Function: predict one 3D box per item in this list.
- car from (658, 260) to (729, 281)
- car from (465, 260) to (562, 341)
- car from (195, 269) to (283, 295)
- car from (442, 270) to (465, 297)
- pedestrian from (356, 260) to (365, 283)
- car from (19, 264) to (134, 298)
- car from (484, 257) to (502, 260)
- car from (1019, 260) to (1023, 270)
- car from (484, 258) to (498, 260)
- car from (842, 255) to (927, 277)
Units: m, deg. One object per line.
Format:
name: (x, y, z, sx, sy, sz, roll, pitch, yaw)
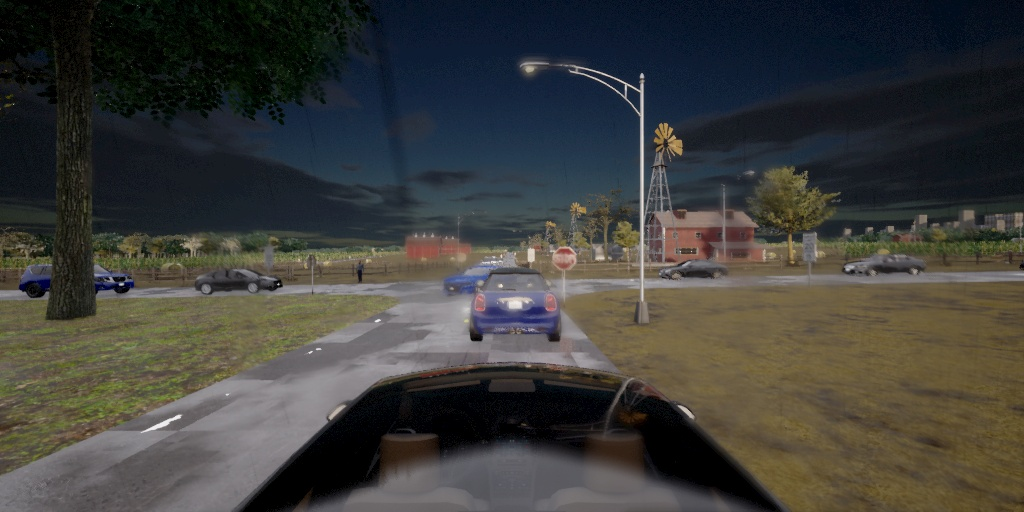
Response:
car: (12.965, 0.988, 25.709, 4.674, 1.442, 1.812, -1, 1, 1)
car: (0.081, 1.104, 10.003, 2.097, 1.767, 4.553, 0, 0, 0)
car: (-17.302, 1.598, 22.831, 4.892, 1.490, 1.837, -1, 1, 0)
car: (-1.591, 1.242, 18.809, 1.882, 1.535, 5.008, -1, -1, 29)
pedestrian: (-12.211, 1.215, 28.784, 0.375, 1.860, 0.375, 0, 2, 0)
car: (-27.645, 1.505, 22.857, 5.566, 2.045, 2.150, -1, 1, 1)
car: (-2.928, 1.097, 48.570, 2.150, 2.045, 5.566, 0, 0, 0)
car: (39.493, 0.413, 25.568, 4.902, 1.511, 2.128, -1, 1, 0)
car: (-2.918, 1.308, 38.345, 2.128, 1.511, 4.902, 0, 0, 0)
car: (26.506, 0.684, 25.635, 4.902, 1.511, 2.128, -1, 1, 0)
